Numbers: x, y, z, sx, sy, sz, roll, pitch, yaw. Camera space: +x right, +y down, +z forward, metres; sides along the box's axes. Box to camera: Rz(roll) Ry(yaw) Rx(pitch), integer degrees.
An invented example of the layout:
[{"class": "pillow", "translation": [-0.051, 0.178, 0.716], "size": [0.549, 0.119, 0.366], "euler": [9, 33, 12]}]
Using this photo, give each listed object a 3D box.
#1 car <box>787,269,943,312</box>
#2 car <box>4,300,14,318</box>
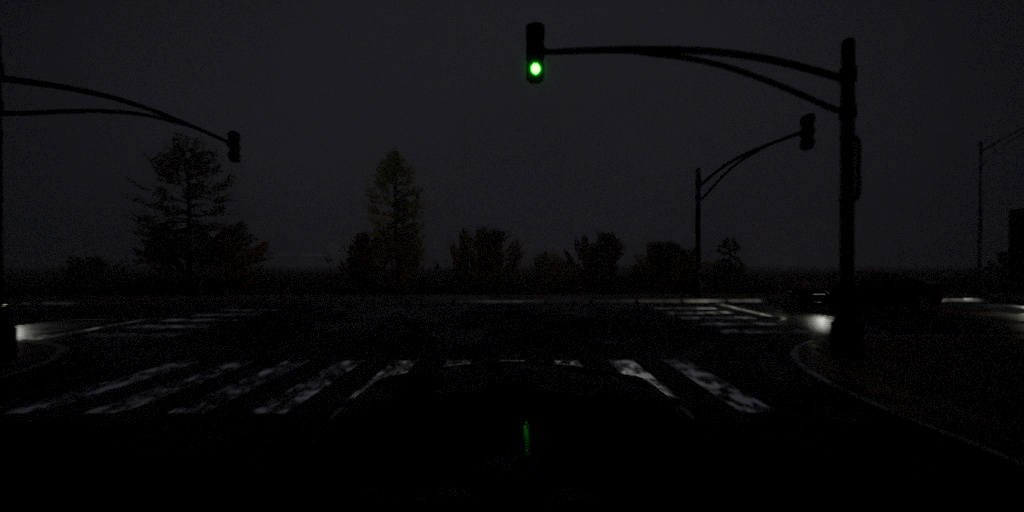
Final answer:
[{"class": "car", "translation": [13.567, 1.289, 13.964], "size": [5.008, 1.535, 1.882], "euler": [0, 0, -1]}, {"class": "car", "translation": [-18.017, 1.416, 10.218], "size": [5.357, 1.411, 2.033], "euler": [0, 0, -1]}]
